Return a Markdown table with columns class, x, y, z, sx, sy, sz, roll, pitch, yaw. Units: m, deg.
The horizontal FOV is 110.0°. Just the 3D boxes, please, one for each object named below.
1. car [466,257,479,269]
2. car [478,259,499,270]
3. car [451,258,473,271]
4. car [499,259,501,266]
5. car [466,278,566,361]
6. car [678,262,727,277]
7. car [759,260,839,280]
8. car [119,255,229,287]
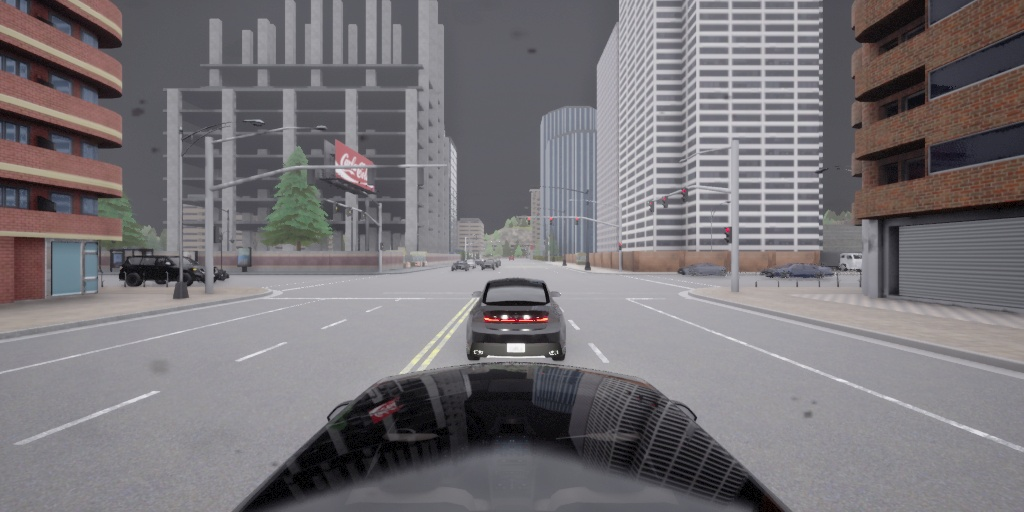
| class | x | y | z | sx | sy | sz | roll | pitch | yaw |
| --- | --- | --- | --- | --- | --- | --- | --- | --- | --- |
| car | -6.808 | 1.276 | 56.735 | 1.812 | 1.442 | 4.674 | 0 | 0 | 0 |
| car | -3.340 | 1.255 | 51.540 | 1.837 | 1.490 | 4.892 | 0 | 0 | 0 |
| car | -6.860 | 1.314 | 47.989 | 1.994 | 1.385 | 4.181 | 0 | 0 | 0 |
| car | -3.276 | 1.228 | 60.987 | 1.882 | 1.535 | 5.008 | 0 | 0 | 1 |
| car | 0.095 | 1.255 | 8.278 | 1.837 | 1.490 | 4.892 | 0 | 0 | 1 |
| car | 18.367 | 1.314 | 34.739 | 4.181 | 1.385 | 1.994 | 0 | 0 | 0 |
| car | 24.697 | 1.297 | 31.239 | 5.357 | 1.411 | 2.033 | 0 | 0 | 0 |
| car | -22.809 | 0.972 | 24.025 | 5.566 | 2.045 | 2.150 | 0 | 0 | 0 |
